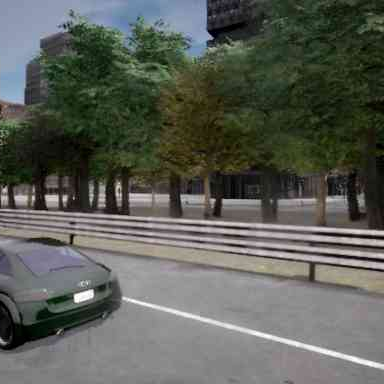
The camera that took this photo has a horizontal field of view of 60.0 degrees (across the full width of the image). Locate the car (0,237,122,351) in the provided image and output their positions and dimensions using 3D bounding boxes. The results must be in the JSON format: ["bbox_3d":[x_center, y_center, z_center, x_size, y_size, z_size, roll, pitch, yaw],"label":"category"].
[{"bbox_3d":[-3.295,1.573,6.297,4.181,1.385,1.994,0,0,36],"label":"car"}]
